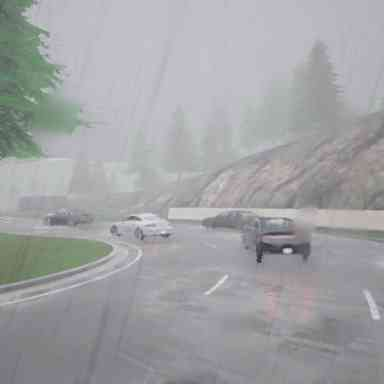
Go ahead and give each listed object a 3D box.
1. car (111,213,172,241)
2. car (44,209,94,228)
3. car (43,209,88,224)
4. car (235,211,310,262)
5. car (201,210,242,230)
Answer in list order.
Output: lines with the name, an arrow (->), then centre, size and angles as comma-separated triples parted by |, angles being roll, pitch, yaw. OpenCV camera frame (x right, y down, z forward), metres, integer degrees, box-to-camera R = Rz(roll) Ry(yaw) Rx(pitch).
car -> -3.044, 1.995, 19.688 | 1.812, 1.442, 4.674 | 1, -2, -40
car -> -10.612, 2.265, 28.611 | 4.902, 1.511, 2.128 | -2, -1, 30
car -> -13.001, 2.451, 34.074 | 4.674, 1.442, 1.812 | -2, -1, 31
car -> 3.151, 1.729, 13.174 | 2.128, 1.511, 4.902 | -1, -1, 1
car -> 3.008, 2.004, 23.510 | 2.033, 1.411, 5.357 | 0, -2, -39
